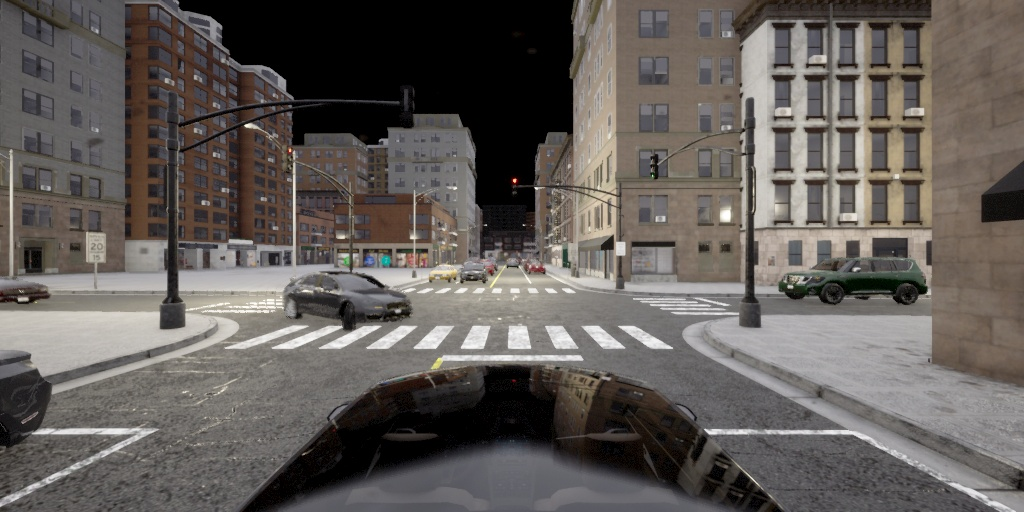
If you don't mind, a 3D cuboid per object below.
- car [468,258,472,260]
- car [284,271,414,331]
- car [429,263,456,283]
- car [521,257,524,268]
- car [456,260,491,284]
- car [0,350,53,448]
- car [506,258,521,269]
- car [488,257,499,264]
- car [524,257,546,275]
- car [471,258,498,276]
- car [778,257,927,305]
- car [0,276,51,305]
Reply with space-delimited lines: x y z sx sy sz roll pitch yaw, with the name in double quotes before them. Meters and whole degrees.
"car" -5.372 1.302 45.473 2.007 1.370 4.403 0 0 0
"car" -5.120 1.246 11.064 4.892 1.490 1.837 0 -3 33
"car" -5.379 1.276 28.317 1.751 1.417 4.829 0 0 0
"car" 2.653 1.066 45.470 2.192 1.841 5.009 0 0 0
"car" -2.819 1.255 27.219 1.837 1.490 4.892 0 0 -1
"car" -5.388 1.300 1.642 2.007 1.370 4.403 0 0 0
"car" 0.114 1.317 58.538 1.994 1.385 4.181 0 0 1
"car" -2.820 1.257 47.952 1.837 1.490 4.892 0 0 0
"car" 2.651 1.191 39.808 1.967 1.591 4.097 0 0 0
"car" -2.839 1.229 37.536 1.882 1.535 5.008 0 0 0
"car" 15.349 1.056 16.293 5.566 2.045 2.150 0 0 -2
"car" -20.768 1.201 13.300 5.357 1.411 2.033 0 0 0
